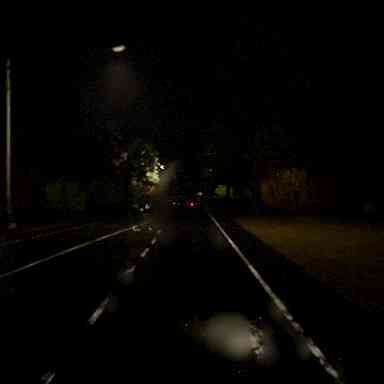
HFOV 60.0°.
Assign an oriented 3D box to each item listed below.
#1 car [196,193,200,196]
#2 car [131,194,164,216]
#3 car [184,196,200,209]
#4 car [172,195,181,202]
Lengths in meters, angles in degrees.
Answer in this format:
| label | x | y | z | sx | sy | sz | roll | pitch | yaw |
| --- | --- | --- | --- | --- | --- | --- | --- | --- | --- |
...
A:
| label | x | y | z | sx | sy | sz | roll | pitch | yaw |
| --- | --- | --- | --- | --- | --- | --- | --- | --- | --- |
| car | 0.019 | 1.426 | 63.515 | 2.128 | 1.511 | 4.902 | 0 | 0 | 0 |
| car | -4.156 | 1.210 | 32.156 | 2.150 | 2.045 | 5.566 | 0 | 0 | 6 |
| car | 0.012 | 1.533 | 44.242 | 1.994 | 1.385 | 4.181 | 0 | 0 | 0 |
| car | -3.477 | 1.429 | 76.106 | 2.128 | 1.511 | 4.902 | 0 | 0 | 0 |
